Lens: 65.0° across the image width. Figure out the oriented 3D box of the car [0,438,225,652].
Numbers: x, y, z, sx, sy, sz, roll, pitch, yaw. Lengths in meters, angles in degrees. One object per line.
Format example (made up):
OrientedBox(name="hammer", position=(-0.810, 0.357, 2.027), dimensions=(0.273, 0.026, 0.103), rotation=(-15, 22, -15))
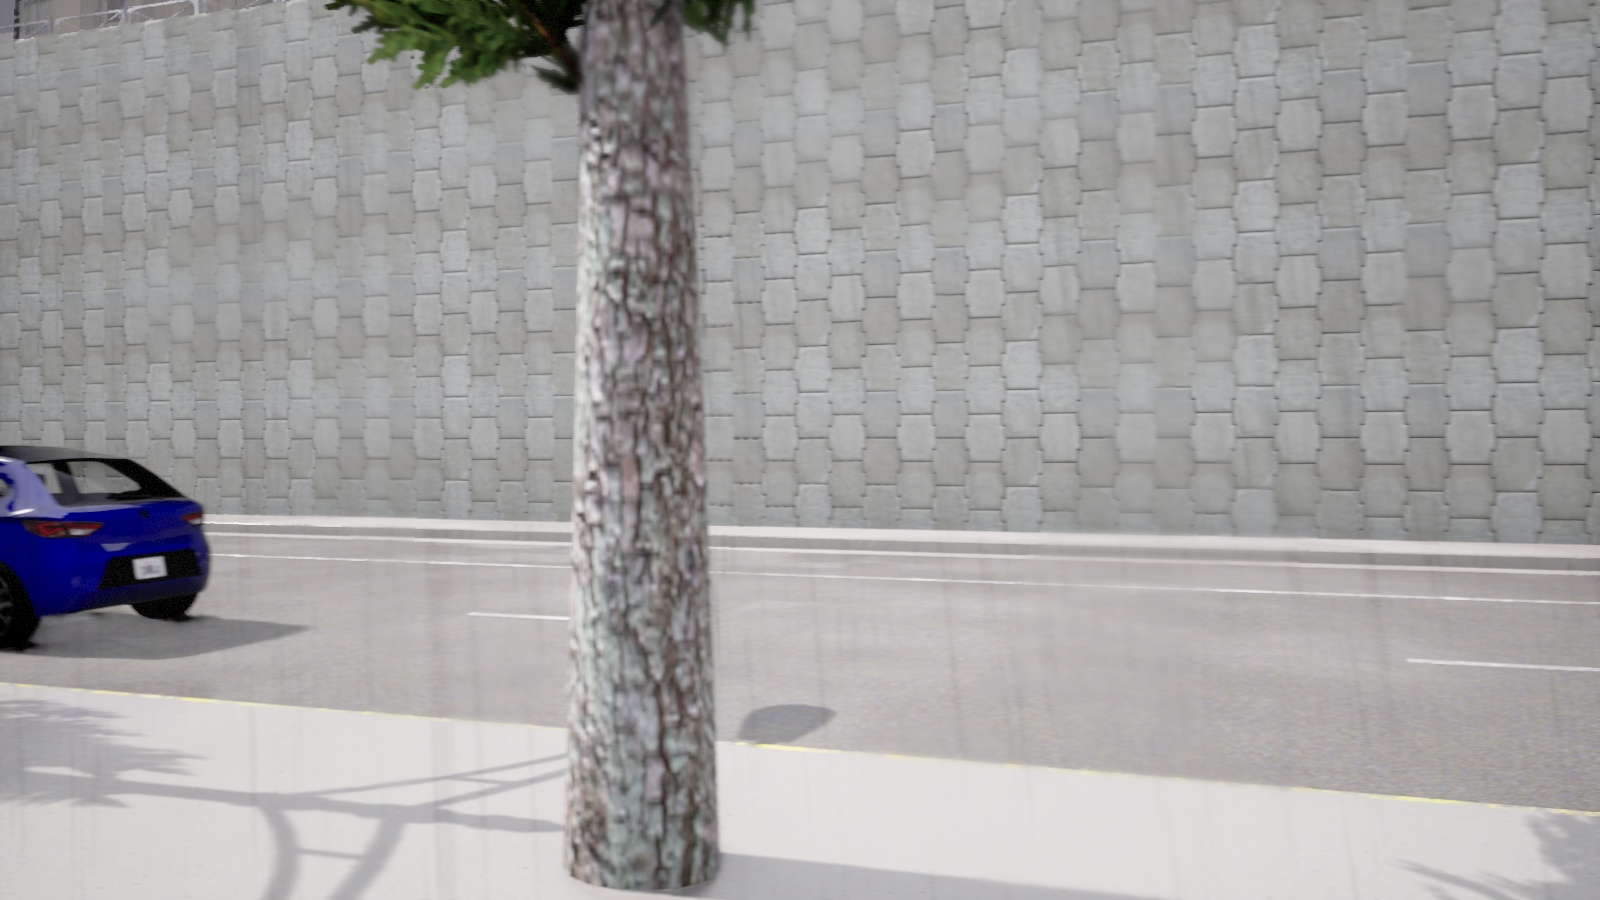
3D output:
OrientedBox(name="car", position=(-7.092, 0.648, 10.327), dimensions=(4.193, 1.474, 1.816), rotation=(1, 1, 19))
